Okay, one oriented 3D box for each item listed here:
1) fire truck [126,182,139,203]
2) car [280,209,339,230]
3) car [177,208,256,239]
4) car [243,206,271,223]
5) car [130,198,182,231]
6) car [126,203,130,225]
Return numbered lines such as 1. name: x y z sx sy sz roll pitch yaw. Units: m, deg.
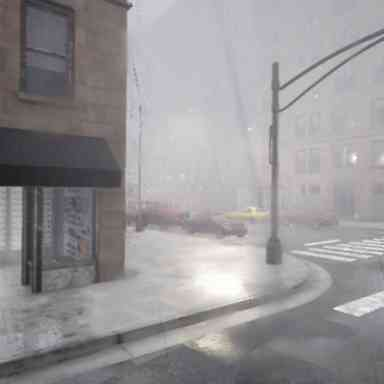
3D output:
1. fire truck: -8.932 0.804 37.272 2.891 3.827 8.468 1 -1 -35
2. car: 8.148 1.843 23.327 1.802 1.307 4.206 0 -1 -35
3. car: 1.214 1.762 18.368 1.802 1.307 4.206 0 -1 -35
4. car: 4.827 1.856 28.001 1.752 1.417 4.829 0 -1 -35
5. car: -2.011 1.562 22.906 2.192 1.841 5.009 0 -1 -35
6. car: -5.232 1.860 27.440 1.887 1.381 4.507 0 -1 -35
